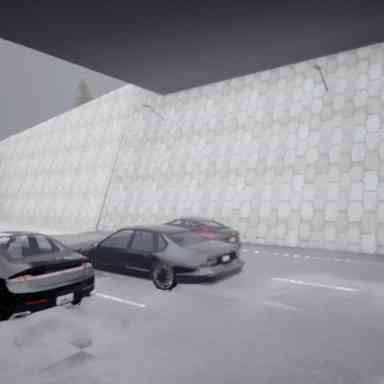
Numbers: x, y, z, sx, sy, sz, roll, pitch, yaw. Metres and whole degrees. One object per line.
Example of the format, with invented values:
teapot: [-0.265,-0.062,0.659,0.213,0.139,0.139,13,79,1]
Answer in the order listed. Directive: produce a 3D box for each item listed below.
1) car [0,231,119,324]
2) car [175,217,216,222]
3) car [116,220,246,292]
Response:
car: [-4.065,1.581,6.893,4.902,1.511,2.128,-1,-1,36]
car: [-0.211,1.657,12.742,4.181,1.385,1.994,-1,-1,36]
car: [-1.246,1.625,9.180,5.357,1.411,2.033,-1,-1,36]
